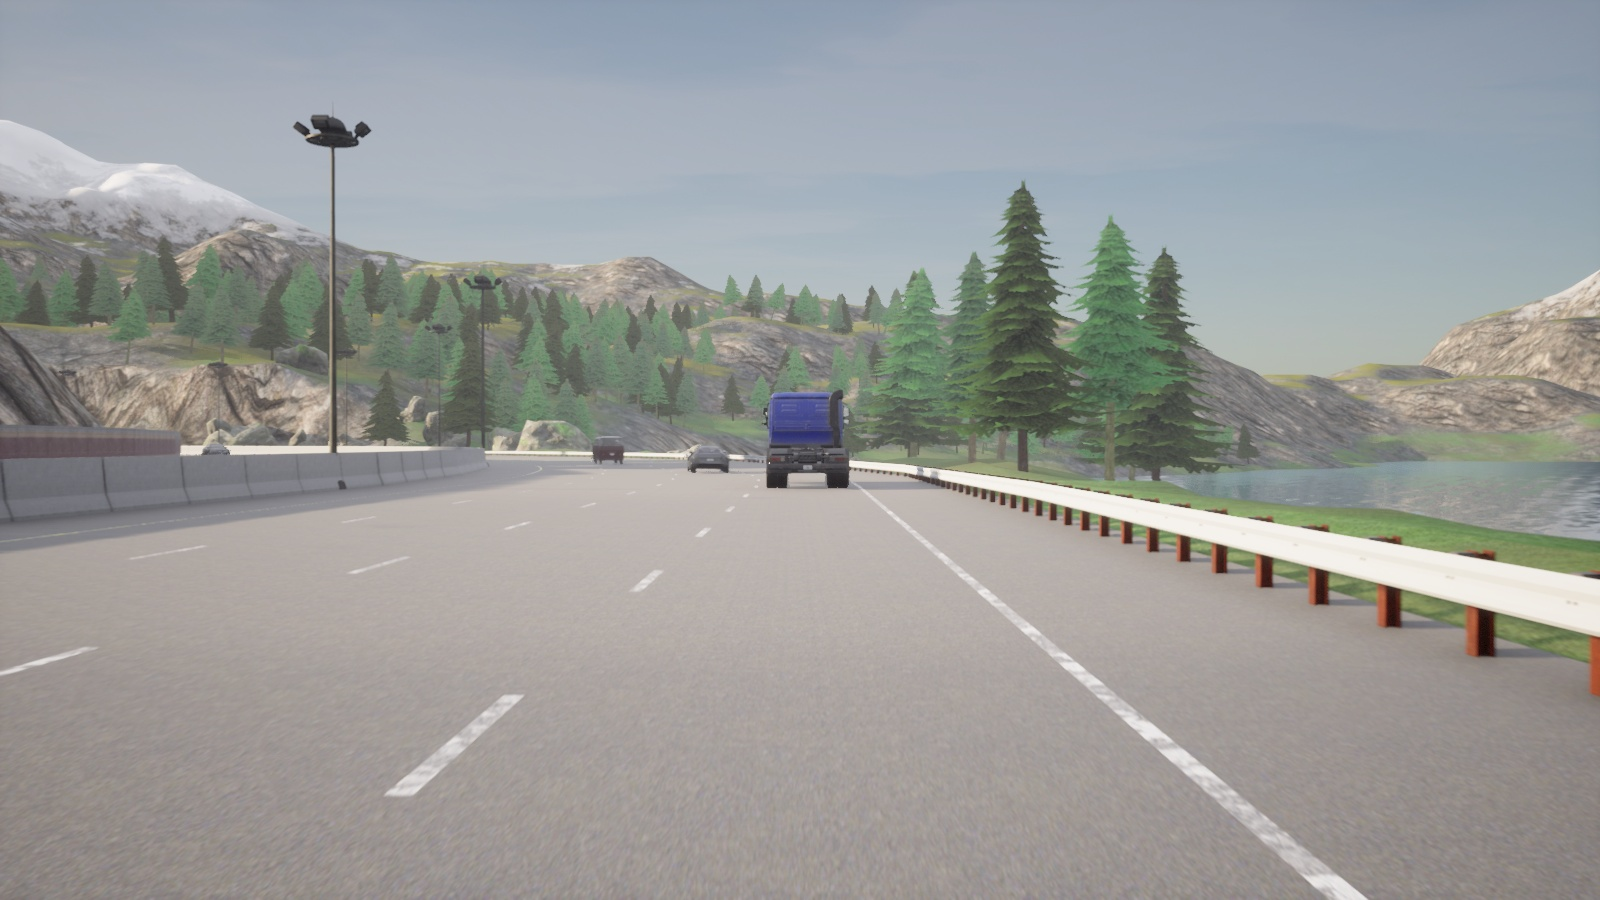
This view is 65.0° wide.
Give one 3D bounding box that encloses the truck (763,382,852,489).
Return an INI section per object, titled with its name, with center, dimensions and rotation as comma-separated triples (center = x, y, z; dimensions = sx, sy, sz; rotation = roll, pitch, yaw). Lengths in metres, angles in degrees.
[truck]
center = 0.222, -0.487, 44.620
dimensions = 2.891, 3.462, 7.936
rotation = 0, 0, 0

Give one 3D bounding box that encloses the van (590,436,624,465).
[van]
center = -13.581, -0.010, 88.323
dimensions = 1.775, 1.987, 4.442
rotation = 0, 0, -17

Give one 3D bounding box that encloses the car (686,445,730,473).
[car]
center = -4.793, 0.441, 64.767
dimensions = 1.994, 1.385, 4.181
rotation = 0, 0, -8
